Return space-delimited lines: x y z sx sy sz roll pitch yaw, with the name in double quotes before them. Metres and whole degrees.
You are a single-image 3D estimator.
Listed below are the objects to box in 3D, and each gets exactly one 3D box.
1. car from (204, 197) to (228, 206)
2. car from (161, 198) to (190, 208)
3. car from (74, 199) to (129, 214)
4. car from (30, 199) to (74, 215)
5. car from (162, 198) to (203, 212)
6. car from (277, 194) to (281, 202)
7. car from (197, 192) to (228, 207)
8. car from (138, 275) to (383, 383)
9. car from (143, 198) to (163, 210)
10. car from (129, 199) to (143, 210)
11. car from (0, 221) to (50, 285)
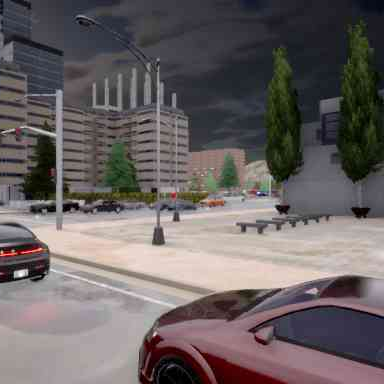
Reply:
"car" 4.072 1.564 56.426 1.994 1.385 4.181 0 0 41
"car" -2.402 1.564 48.825 1.994 1.385 4.181 0 0 41
"car" -9.446 1.505 35.102 1.837 1.490 4.892 0 0 40
"car" -14.302 1.478 34.783 1.882 1.535 5.008 0 0 40
"car" -1.033 1.564 39.311 1.994 1.385 4.181 0 0 40
"car" 18.091 1.601 61.898 1.895 1.301 4.718 0 0 40
"car" 3.035 1.352 49.817 2.097 1.767 4.553 0 0 40
"car" 1.446 1.564 3.208 4.181 1.385 1.994 0 0 37
"car" -3.365 1.491 42.281 2.128 1.511 4.902 0 0 40
"car" -8.268 1.601 41.909 1.895 1.301 4.718 0 0 40
"car" -5.535 1.505 8.714 4.892 1.490 1.837 0 0 40
